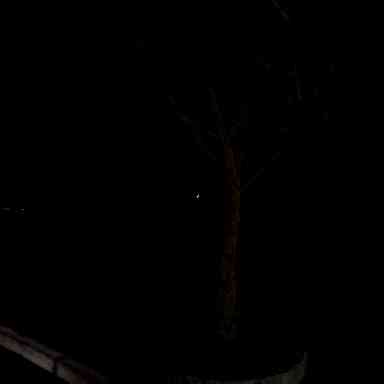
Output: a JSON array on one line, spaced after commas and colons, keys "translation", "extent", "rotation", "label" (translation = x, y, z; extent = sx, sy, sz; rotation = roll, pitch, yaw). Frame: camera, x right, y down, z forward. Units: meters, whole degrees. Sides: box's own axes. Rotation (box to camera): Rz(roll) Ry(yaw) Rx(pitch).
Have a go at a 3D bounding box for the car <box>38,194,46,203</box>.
[{"translation": [-19.537, 1.053, 41.475], "extent": [2.097, 1.767, 4.553], "rotation": [1, 0, 32], "label": "car"}]
